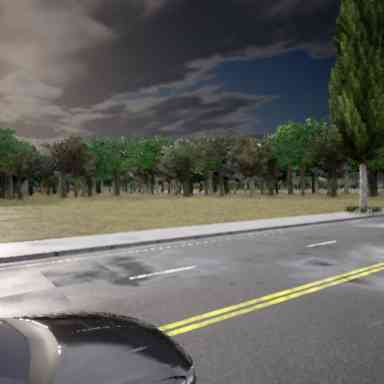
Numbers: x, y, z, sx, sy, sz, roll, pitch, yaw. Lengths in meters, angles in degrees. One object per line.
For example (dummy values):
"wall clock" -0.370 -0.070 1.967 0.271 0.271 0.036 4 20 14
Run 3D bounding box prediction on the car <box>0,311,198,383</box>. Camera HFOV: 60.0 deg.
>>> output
"car" -2.160 1.503 1.900 4.902 1.511 2.128 -1 1 -35
